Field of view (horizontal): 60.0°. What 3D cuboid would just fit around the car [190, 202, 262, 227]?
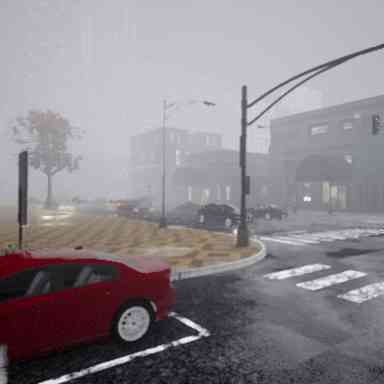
[{"bbox_3d":[2.238,1.520,23.078,1.837,1.490,4.892,1,0,-35],"label":"car"}]

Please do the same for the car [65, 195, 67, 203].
[{"bbox_3d":[-26.392,1.892,74.570,1.752,1.417,4.829,1,-1,-35],"label":"car"}]

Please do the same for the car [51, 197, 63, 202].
[{"bbox_3d":[-35.780,1.997,88.119,2.008,1.369,4.403,1,-1,-35],"label":"car"}]

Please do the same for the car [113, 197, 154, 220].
[{"bbox_3d":[-4.838,1.464,28.519,1.967,1.590,4.097,1,-1,-35],"label":"car"}]

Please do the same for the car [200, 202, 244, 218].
[{"bbox_3d":[2.865,1.692,32.567,1.947,1.339,4.313,1,-1,-35],"label":"car"}]

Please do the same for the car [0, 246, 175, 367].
[{"bbox_3d":[-2.379,1.543,4.808,4.507,1.381,1.887,0,1,-35],"label":"car"}]

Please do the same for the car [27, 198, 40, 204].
[{"bbox_3d":[-33.183,1.827,69.657,1.947,1.339,4.313,1,-1,-35],"label":"car"}]

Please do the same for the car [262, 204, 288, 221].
[{"bbox_3d":[5.987,1.652,28.061,2.008,1.369,4.403,1,-1,-35],"label":"car"}]

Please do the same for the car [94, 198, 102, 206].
[{"bbox_3d":[-16.812,1.726,60.743,1.967,1.590,4.097,1,-1,-35],"label":"car"}]

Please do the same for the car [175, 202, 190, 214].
[{"bbox_3d":[-0.256,1.734,37.071,1.802,1.307,4.206,1,-1,-35],"label":"car"}]

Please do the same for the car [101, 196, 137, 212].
[{"bbox_3d":[-8.481,1.583,38.570,1.882,1.535,5.008,1,-1,-35],"label":"car"}]

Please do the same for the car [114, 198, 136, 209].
[{"bbox_3d":[-10.448,1.674,51.647,1.967,1.590,4.097,1,-1,-35],"label":"car"}]

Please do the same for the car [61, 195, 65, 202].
[{"bbox_3d":[-32.617,1.734,83.558,2.192,1.841,5.009,1,-1,-35],"label":"car"}]

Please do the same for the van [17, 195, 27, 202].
[{"bbox_3d":[-42.667,1.683,83.347,1.690,1.788,3.998,1,-1,-35],"label":"van"}]

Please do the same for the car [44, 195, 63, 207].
[{"bbox_3d":[-23.603,1.706,55.828,1.752,1.417,4.829,1,-1,-35],"label":"car"}]

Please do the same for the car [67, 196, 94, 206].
[{"bbox_3d":[-17.338,1.273,51.526,1.882,1.535,5.008,1,-1,-35],"label":"car"}]
